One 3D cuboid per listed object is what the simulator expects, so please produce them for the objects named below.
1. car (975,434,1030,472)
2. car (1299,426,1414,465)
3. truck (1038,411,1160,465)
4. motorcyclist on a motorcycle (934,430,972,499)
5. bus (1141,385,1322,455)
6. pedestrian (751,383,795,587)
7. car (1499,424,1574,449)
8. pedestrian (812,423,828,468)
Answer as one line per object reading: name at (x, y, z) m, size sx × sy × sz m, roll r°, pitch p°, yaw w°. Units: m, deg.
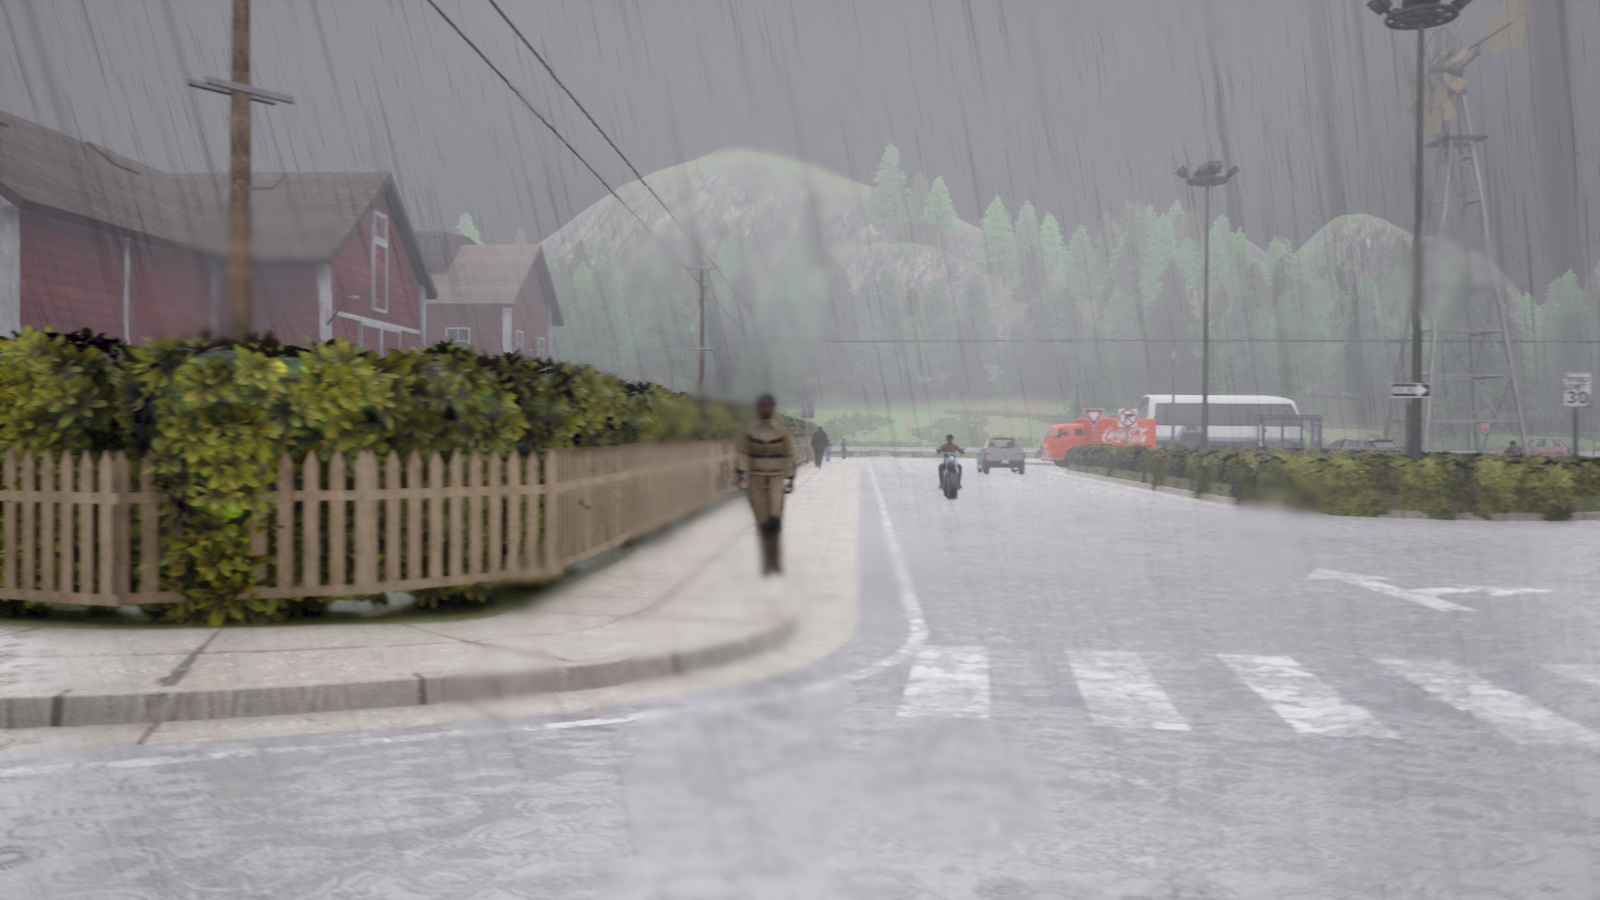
car at (8.312, 0.096, 51.812) m, size 1.845 × 1.501 × 3.633 m, roll -1°, pitch 1°, yaw 3°
car at (24.537, -0.228, 55.598) m, size 2.033 × 1.649 × 4.856 m, roll -1°, pitch 1°, yaw -15°
truck at (14.551, -0.602, 61.359) m, size 5.204 × 2.467 × 2.627 m, roll -1°, pitch 1°, yaw -3°
motorcyclist on a motorcycle at (3.805, 0.339, 31.329) m, size 0.766 × 1.649 × 2.350 m, roll -1°, pitch 1°, yaw 3°
bus at (27.509, -1.877, 80.490) m, size 10.273 × 4.253 × 3.944 m, roll -1°, pitch 1°, yaw 3°
pedestrian at (-0.259, 0.328, 12.276) m, size 0.396 × 1.930 × 0.692 m, roll -1°, pitch 1°, yaw 0°
car at (47.991, -0.865, 81.885) m, size 3.988 × 1.617 × 1.851 m, roll 0°, pitch 1°, yaw 38°
pedestrian at (0.848, -0.181, 52.491) m, size 0.634 × 1.844 × 0.899 m, roll -1°, pitch 1°, yaw 2°
